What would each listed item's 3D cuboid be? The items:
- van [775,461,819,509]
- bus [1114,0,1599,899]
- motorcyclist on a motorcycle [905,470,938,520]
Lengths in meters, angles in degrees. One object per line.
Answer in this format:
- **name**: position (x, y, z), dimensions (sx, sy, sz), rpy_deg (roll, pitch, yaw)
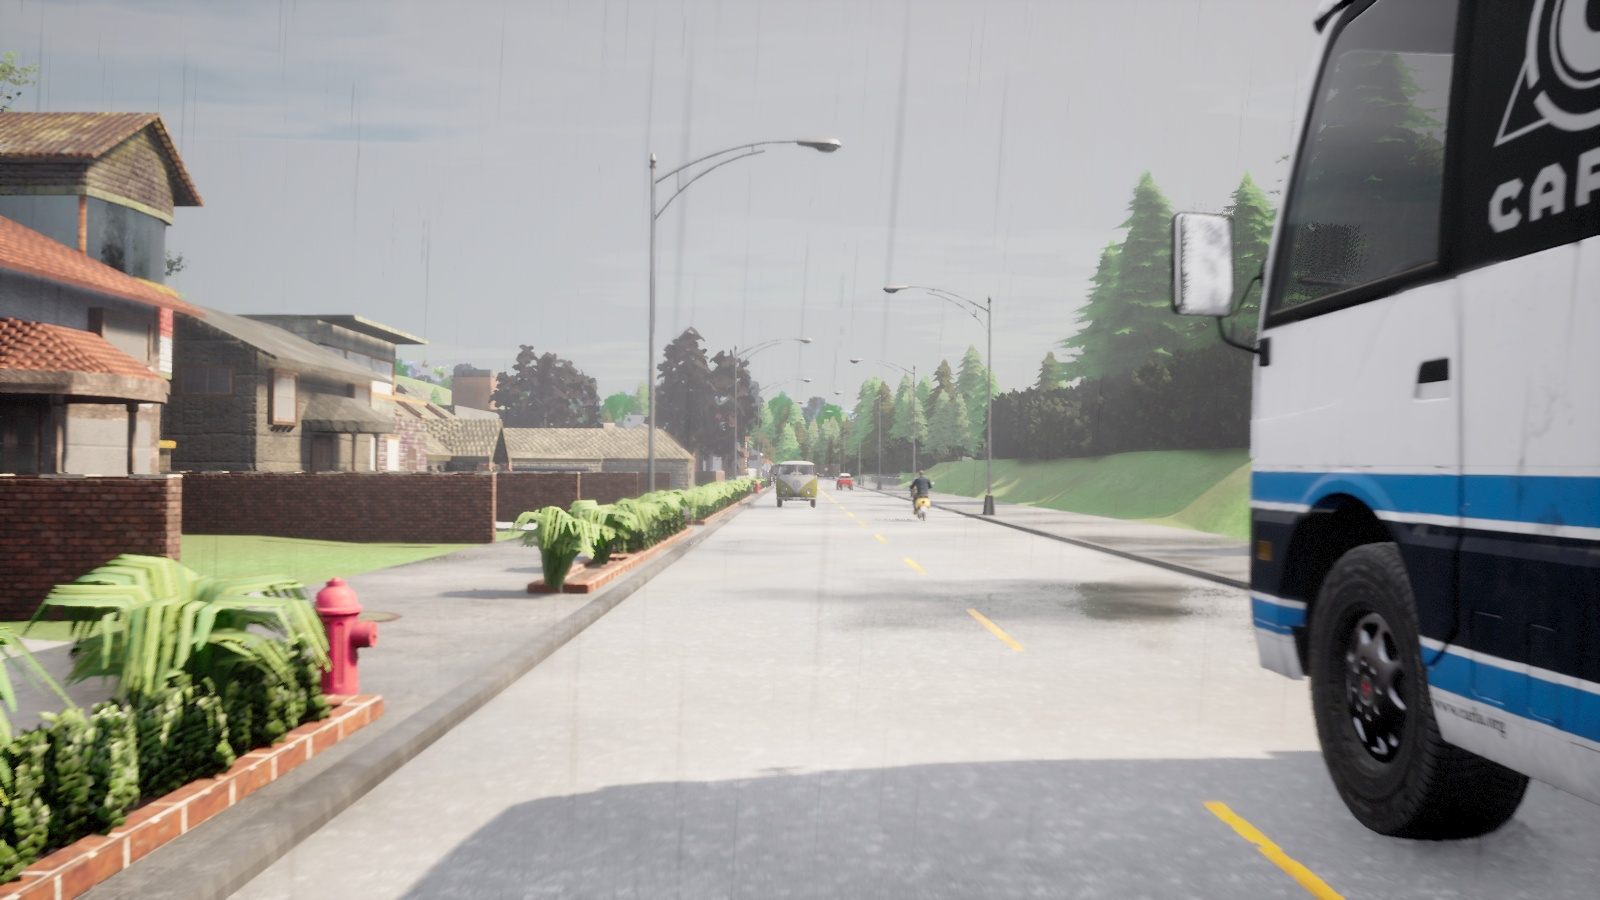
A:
- **van**: position (-0.132, 1.473, 54.039), dimensions (1.775, 1.987, 4.442), rpy_deg (0, -1, 0)
- **bus**: position (3.997, -0.533, 2.657), dimensions (3.944, 4.253, 10.273), rpy_deg (0, -1, -1)
- **motorcyclist on a motorcycle**: position (3.901, 1.430, 40.487), dimensions (0.866, 1.590, 1.817), rpy_deg (0, -1, 0)
